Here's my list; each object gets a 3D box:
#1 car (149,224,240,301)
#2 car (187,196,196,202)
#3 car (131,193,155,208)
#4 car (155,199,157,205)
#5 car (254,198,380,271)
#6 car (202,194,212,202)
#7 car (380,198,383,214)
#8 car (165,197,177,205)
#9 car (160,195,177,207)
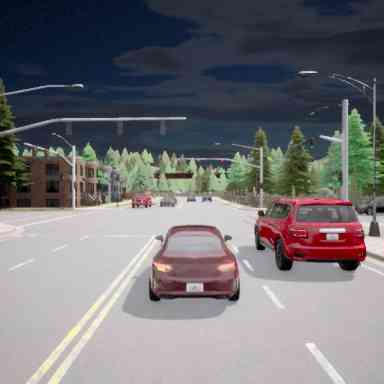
[{"bbox_3d":[0.046,1.524,8.185,1.812,1.442,4.674,0,0,0],"label":"car"},{"bbox_3d":[-0.152,1.535,74.575,1.994,1.385,4.181,0,0,0],"label":"car"},{"bbox_3d":[-7.169,1.210,47.908,2.150,2.045,5.566,0,0,2],"label":"car"},{"bbox_3d":[-7.205,1.512,57.307,1.812,1.442,4.674,0,0,0],"label":"car"},{"bbox_3d":[3.553,1.219,11.066,2.150,2.045,5.566,0,0,0],"label":"car"},{"bbox_3d":[3.356,1.337,74.348,2.097,1.767,4.553,0,0,0],"label":"car"},{"bbox_3d":[18.261,1.344,32.456,4.553,1.767,2.097,0,0,0],"label":"car"},{"bbox_3d":[-3.700,1.550,59.792,1.994,1.385,4.181,0,0,0],"label":"car"},{"bbox_3d":[-3.702,1.340,51.184,2.097,1.767,4.553,0,0,0],"label":"car"}]
